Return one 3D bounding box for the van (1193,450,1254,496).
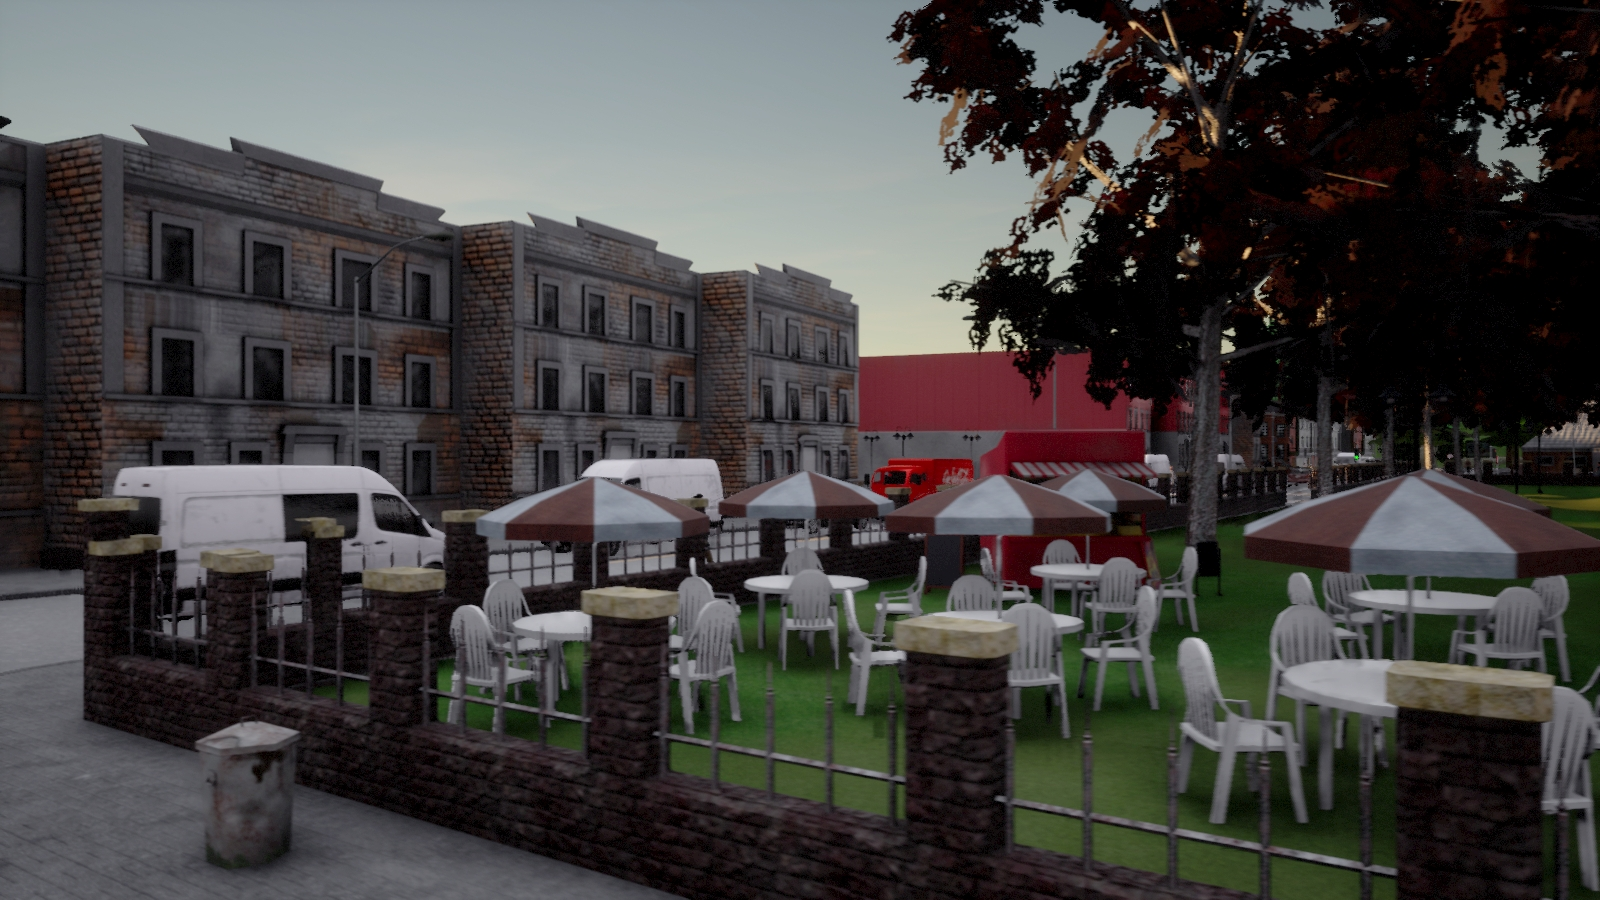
[{"bbox_3d":[25.128,1.313,67.672,1.988,2.561,5.915,0,0,35],"label":"van"}]

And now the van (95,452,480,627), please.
[{"bbox_3d":[-8.553,1.315,19.765,1.988,2.561,5.915,0,0,34],"label":"van"}]

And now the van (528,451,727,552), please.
[{"bbox_3d":[-4.675,1.315,32.047,1.988,2.561,5.915,0,0,35],"label":"van"}]

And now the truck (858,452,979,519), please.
[{"bbox_3d":[4.797,1.346,45.582,2.627,2.467,5.204,0,0,35],"label":"truck"}]

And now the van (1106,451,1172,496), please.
[{"bbox_3d":[20.053,1.315,67.399,1.988,2.561,5.915,0,0,35],"label":"van"}]
